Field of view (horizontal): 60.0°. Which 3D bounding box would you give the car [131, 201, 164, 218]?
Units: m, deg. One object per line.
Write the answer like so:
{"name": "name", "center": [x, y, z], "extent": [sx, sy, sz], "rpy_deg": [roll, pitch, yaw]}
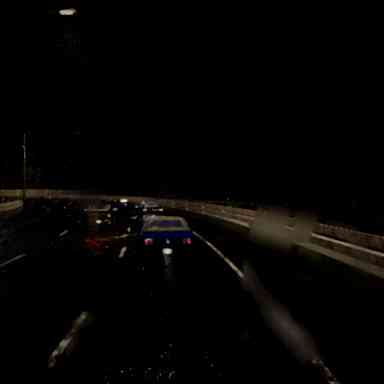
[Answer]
{"name": "car", "center": [-3.213, 1.443, 25.277], "extent": [2.128, 1.511, 4.902], "rpy_deg": [0, 0, -13]}

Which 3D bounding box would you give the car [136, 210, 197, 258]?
{"name": "car", "center": [-1.018, 1.574, 12.662], "extent": [1.895, 1.301, 4.718], "rpy_deg": [0, 0, -7]}

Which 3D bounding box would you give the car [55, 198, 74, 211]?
{"name": "car", "center": [-15.226, 1.476, 39.688], "extent": [1.837, 1.490, 4.892], "rpy_deg": [0, 1, -22]}

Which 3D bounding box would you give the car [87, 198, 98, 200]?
{"name": "car", "center": [-12.712, 1.476, 42.682], "extent": [1.812, 1.442, 4.674], "rpy_deg": [0, 0, -23]}

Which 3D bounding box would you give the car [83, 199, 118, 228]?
{"name": "car", "center": [-6.051, 1.479, 22.040], "extent": [1.837, 1.490, 4.892], "rpy_deg": [0, 1, -13]}

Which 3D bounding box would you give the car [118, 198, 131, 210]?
{"name": "car", "center": [-8.938, 1.498, 42.718], "extent": [1.994, 1.385, 4.181], "rpy_deg": [0, 0, -23]}

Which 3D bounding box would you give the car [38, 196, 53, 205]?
{"name": "car", "center": [-26.463, 1.460, 59.955], "extent": [2.128, 1.511, 4.902], "rpy_deg": [0, 0, -35]}
